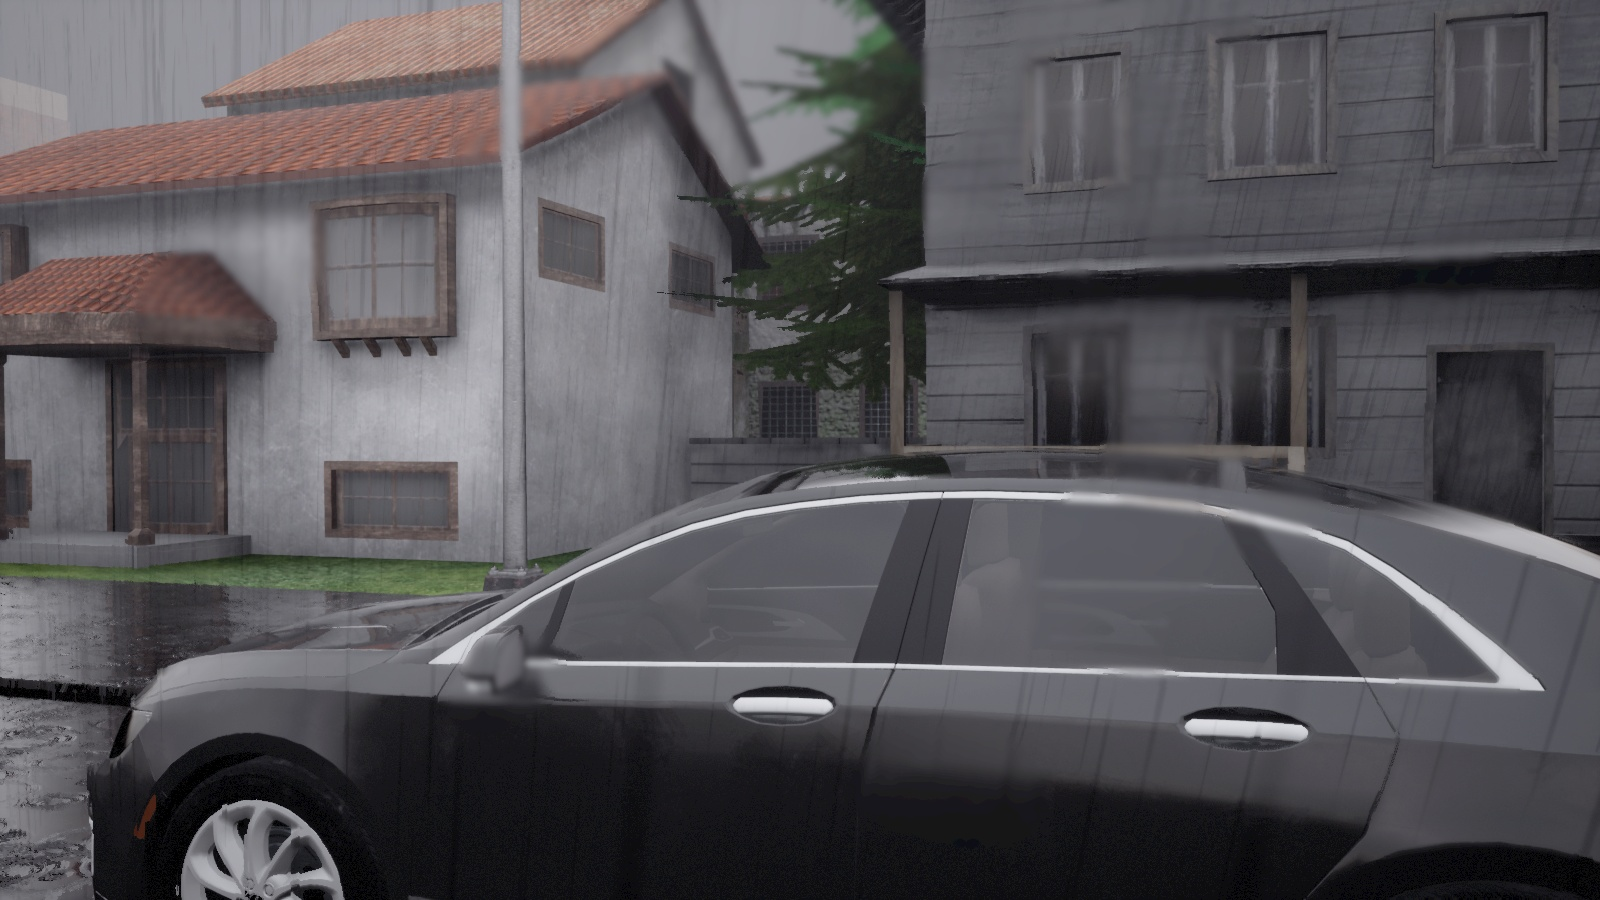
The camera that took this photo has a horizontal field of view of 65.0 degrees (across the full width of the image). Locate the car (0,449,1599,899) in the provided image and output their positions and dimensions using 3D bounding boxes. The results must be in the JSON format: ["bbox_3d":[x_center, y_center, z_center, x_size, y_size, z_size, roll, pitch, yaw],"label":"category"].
[{"bbox_3d":[0.277,0.774,3.629,4.892,1.490,1.837,1,1,19],"label":"car"}]
